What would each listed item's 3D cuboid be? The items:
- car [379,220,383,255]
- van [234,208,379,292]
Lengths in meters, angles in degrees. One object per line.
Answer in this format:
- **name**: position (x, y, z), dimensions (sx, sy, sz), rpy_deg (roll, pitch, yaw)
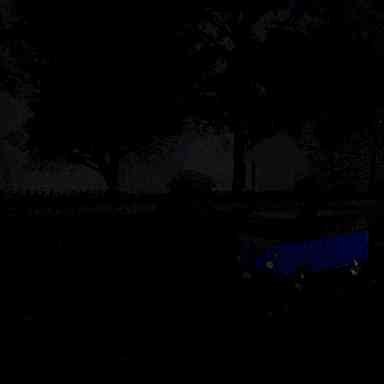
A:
- **car**: position (7.520, 1.586, 11.915), dimensions (4.206, 1.307, 1.802), rpy_deg (0, 0, -35)
- **van**: position (2.934, 1.343, 8.648), dimensions (3.998, 1.788, 1.690), rpy_deg (0, 0, -35)
